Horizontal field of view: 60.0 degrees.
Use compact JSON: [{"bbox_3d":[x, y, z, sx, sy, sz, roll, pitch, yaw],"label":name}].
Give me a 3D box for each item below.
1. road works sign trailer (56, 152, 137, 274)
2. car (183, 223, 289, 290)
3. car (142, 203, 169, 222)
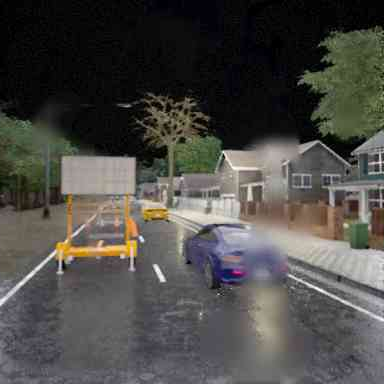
[{"bbox_3d":[-3.046,0.530,10.966,2.380,3.560,2.880,0,0,-12],"label":"road works sign trailer"},{"bbox_3d":[0.997,1.592,9.302,1.812,1.442,4.674,0,0,-12],"label":"car"},{"bbox_3d":[-3.194,1.667,28.272,1.882,1.535,5.008,0,0,-12],"label":"car"}]
